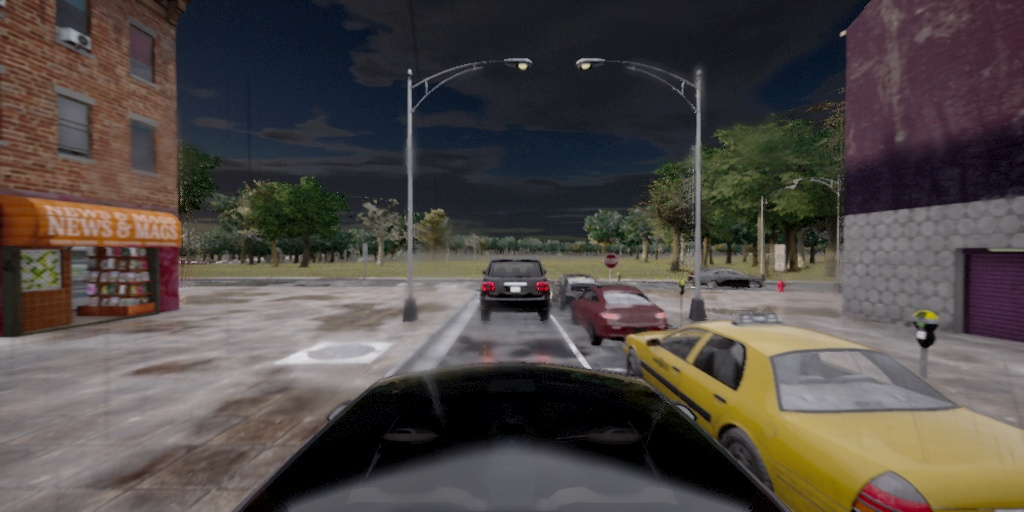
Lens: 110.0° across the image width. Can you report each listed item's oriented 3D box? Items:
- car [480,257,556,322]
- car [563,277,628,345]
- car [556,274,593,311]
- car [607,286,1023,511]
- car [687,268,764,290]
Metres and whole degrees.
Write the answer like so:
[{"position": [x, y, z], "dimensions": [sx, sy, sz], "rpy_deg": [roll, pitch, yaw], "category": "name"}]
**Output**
[{"position": [0.091, 1.060, 12.825], "dimensions": [2.150, 2.045, 5.566], "rpy_deg": [0, 0, 0], "category": "car"}, {"position": [2.637, 1.393, 9.427], "dimensions": [1.802, 1.307, 4.207], "rpy_deg": [0, 0, 0], "category": "car"}, {"position": [2.637, 1.406, 14.959], "dimensions": [2.007, 1.370, 4.403], "rpy_deg": [0, 0, 0], "category": "car"}, {"position": [2.637, 1.293, 4.064], "dimensions": [1.751, 1.417, 4.829], "rpy_deg": [0, 0, 0], "category": "car"}, {"position": [15.010, 1.618, 25.272], "dimensions": [4.902, 1.511, 2.128], "rpy_deg": [1, 1, -1], "category": "car"}]
